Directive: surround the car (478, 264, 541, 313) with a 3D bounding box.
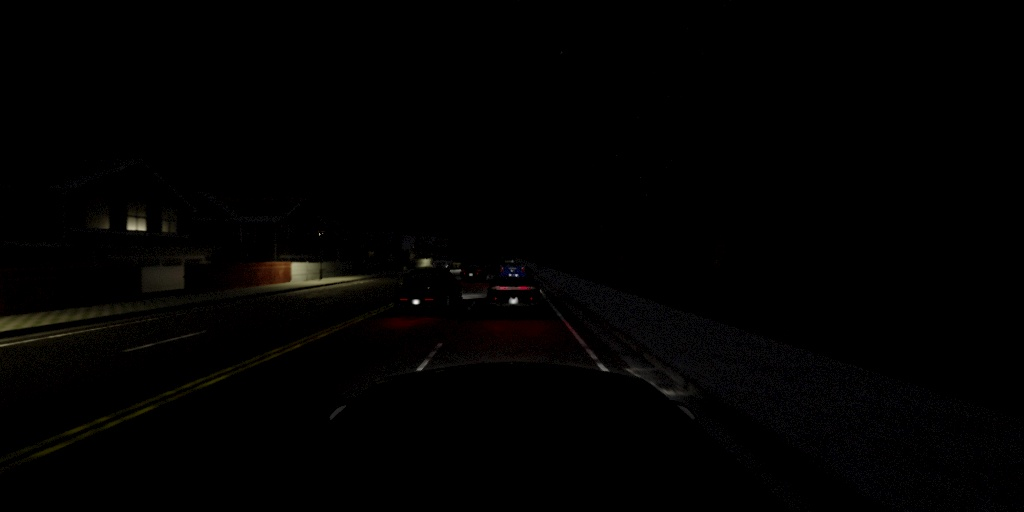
[{"bbox_3d":[0.064,1.245,13.940,2.128,1.511,4.902,0,0,0],"label":"car"}]

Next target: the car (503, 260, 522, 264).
[{"bbox_3d":[0.054,1.109,28.919,2.097,1.767,4.553,0,0,0],"label":"car"}]

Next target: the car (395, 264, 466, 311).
[{"bbox_3d":[-3.186,1.260,14.361,1.837,1.490,4.892,0,0,0],"label":"car"}]

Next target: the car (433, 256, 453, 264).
[{"bbox_3d":[-9.852,0.986,51.523,2.150,2.045,5.566,0,0,0],"label":"car"}]

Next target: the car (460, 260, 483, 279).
[{"bbox_3d":[-3.189,1.284,30.188,1.812,1.442,4.674,0,0,0],"label":"car"}]
